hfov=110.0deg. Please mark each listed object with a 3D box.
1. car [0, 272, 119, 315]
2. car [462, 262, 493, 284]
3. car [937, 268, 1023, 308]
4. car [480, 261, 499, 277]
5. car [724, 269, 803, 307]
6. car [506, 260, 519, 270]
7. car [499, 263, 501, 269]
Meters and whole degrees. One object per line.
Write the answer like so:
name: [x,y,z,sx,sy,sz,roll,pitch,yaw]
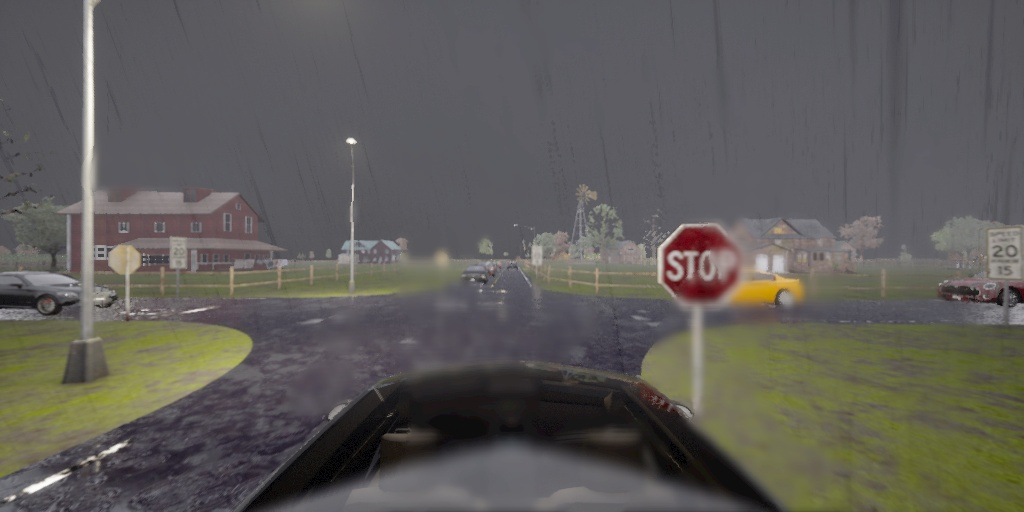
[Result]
car: [-17.221,1.287,12.970,4.674,1.442,1.812,0,0,0]
car: [-2.821,1.435,28.668,2.033,1.411,5.357,0,0,-1]
car: [21.648,1.249,15.611,4.553,1.767,2.097,0,0,0]
car: [-2.839,1.288,38.660,2.097,1.767,4.553,0,0,0]
car: [9.677,1.331,15.506,5.008,1.535,1.882,0,0,-2]
car: [0.091,1.545,60.896,1.837,1.490,4.892,0,0,0]
car: [-2.823,1.490,48.912,1.837,1.490,4.892,0,0,1]
